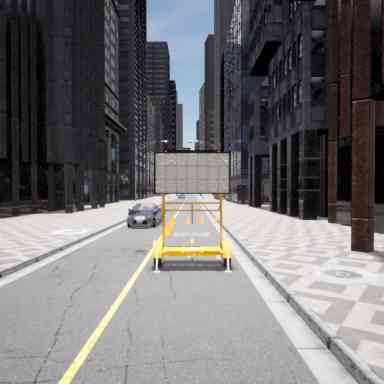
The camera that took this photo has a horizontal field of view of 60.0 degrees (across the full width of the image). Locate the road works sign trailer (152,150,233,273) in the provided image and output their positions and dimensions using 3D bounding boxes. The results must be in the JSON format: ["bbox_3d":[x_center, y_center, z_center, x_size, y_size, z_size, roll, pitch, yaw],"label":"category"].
[{"bbox_3d":[0.009,0.462,10.671,2.380,3.560,2.880,0,0,0],"label":"road works sign trailer"}]

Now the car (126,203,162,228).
[{"bbox_3d":[-3.125,1.488,22.306,2.128,1.511,4.902,0,0,0],"label":"car"}]
